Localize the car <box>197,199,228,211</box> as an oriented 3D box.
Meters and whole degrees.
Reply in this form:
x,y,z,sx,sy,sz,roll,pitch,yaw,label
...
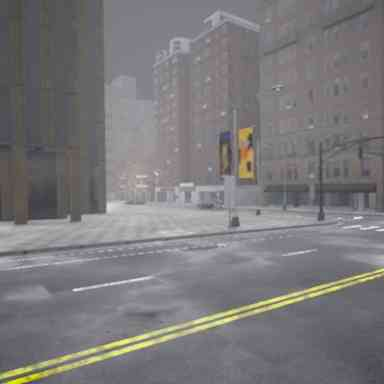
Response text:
x,y,z,sx,sy,sz,roll,pitch,yaw,label
2.650,1.686,43.608,2.128,1.511,4.902,-1,0,-35,car

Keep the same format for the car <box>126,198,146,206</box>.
x,y,z,sx,sy,sz,roll,pitch,yaw,label
-10.696,1.825,62.715,2.033,1.411,5.357,-1,0,-35,car
